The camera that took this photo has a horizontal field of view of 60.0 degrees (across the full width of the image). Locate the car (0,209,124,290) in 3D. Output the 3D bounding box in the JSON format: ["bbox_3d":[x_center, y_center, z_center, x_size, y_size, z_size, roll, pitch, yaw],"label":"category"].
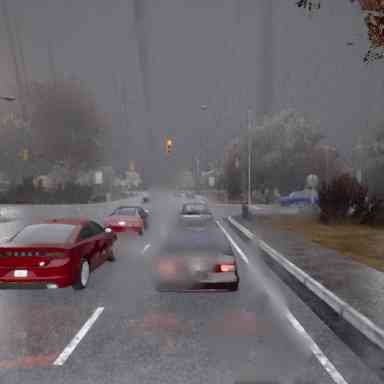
[{"bbox_3d":[-3.388,1.445,9.060,1.882,1.535,5.008,0,0,0],"label":"car"}]

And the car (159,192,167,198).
[{"bbox_3d":[-7.373,0.794,85.699,1.895,1.301,4.718,0,1,-3],"label":"car"}]

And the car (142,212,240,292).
[{"bbox_3d":[0.110,1.515,8.984,2.033,1.411,5.357,0,0,0],"label":"car"}]

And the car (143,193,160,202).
[{"bbox_3d":[-7.021,1.043,55.470,1.882,1.535,5.008,0,1,0],"label":"car"}]

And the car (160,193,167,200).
[{"bbox_3d":[-6.961,0.887,70.613,1.882,1.535,5.008,0,1,0],"label":"car"}]

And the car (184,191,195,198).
[{"bbox_3d":[-0.394,0.710,86.243,2.128,1.511,4.902,0,1,-4],"label":"car"}]

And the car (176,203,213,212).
[{"bbox_3d":[0.150,1.379,18.676,2.128,1.511,4.902,0,1,-1],"label":"car"}]

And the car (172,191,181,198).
[{"bbox_3d":[-3.895,0.782,86.161,1.895,1.301,4.718,0,1,-4],"label":"car"}]

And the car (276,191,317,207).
[{"bbox_3d":[13.813,0.894,43.245,5.566,2.045,2.150,0,0,-4],"label":"car"}]

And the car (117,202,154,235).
[{"bbox_3d":[-3.379,1.457,18.047,1.994,1.385,4.181,0,1,0],"label":"car"}]
